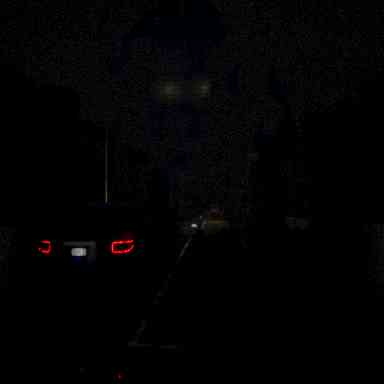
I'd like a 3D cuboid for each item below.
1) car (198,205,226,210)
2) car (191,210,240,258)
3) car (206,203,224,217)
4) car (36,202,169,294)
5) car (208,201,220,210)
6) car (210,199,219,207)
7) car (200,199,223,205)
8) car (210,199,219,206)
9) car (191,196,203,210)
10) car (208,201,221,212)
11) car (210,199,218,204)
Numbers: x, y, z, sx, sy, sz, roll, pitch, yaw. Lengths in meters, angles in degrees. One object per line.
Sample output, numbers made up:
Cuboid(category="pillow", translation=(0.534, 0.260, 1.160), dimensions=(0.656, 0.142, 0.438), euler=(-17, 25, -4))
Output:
Cuboid(category="car", translation=(1.299, 1.650, 18.728), dimensions=(1.752, 1.417, 4.829), euler=(0, -1, 4))
Cuboid(category="car", translation=(0.912, 1.619, 12.896), dimensions=(2.008, 1.369, 4.403), euler=(0, -1, 4))
Cuboid(category="car", translation=(2.412, 1.878, 35.543), dimensions=(1.802, 1.307, 4.206), euler=(0, -1, 4))
Cuboid(category="car", translation=(-1.993, 1.269, 9.064), dimensions=(2.150, 2.045, 5.566), euler=(0, -1, 4))
Cuboid(category="car", translation=(3.537, 2.069, 52.528), dimensions=(1.802, 1.307, 4.206), euler=(0, -1, 4))
Cuboid(category="car", translation=(4.298, 2.151, 64.022), dimensions=(1.752, 1.417, 4.829), euler=(0, -1, 4))
Cuboid(category="car", translation=(2.037, 1.676, 29.883), dimensions=(1.967, 1.590, 4.097), euler=(0, -1, 4))
Cuboid(category="car", translation=(4.662, 2.238, 69.513), dimensions=(1.887, 1.381, 4.507), euler=(0, -1, 4))
Cuboid(category="car", translation=(0.981, 1.722, 52.499), dimensions=(2.150, 2.045, 5.566), euler=(0, -1, 4))
Cuboid(category="car", translation=(3.173, 1.949, 47.037), dimensions=(1.752, 1.417, 4.829), euler=(0, -1, 4))
Cuboid(category="car", translation=(5.787, 2.465, 86.498), dimensions=(2.008, 1.369, 4.403), euler=(0, -1, 4))
